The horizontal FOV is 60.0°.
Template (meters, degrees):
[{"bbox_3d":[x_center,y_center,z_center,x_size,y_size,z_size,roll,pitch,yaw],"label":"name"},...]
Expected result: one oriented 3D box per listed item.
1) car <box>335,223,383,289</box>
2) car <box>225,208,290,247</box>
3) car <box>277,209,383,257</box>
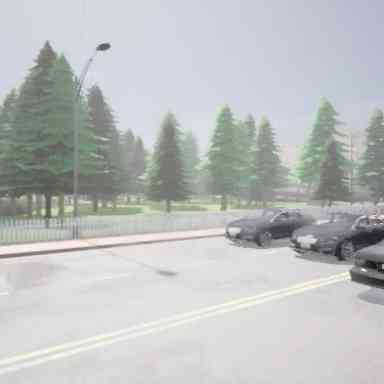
[{"bbox_3d":[6.009,1.564,8.102,5.357,1.411,2.033,0,0,-35],"label":"car"},{"bbox_3d":[3.694,1.512,15.184,4.902,1.511,2.128,0,0,-35],"label":"car"},{"bbox_3d":[5.725,1.512,12.333,4.902,1.511,2.128,0,0,-35],"label":"car"}]
